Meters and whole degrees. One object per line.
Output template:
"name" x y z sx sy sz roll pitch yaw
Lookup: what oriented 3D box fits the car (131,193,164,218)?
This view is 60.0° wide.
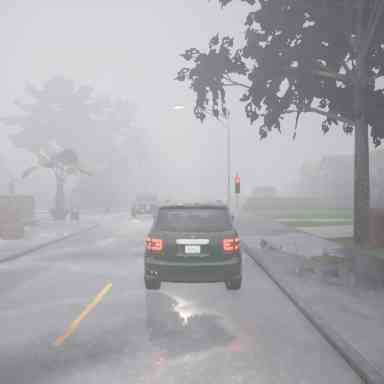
"car" -4.103 1.220 30.356 2.150 2.045 5.566 0 0 0

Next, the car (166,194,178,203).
"car" -4.014 1.353 68.122 2.097 1.767 4.553 0 0 0

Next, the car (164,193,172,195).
"car" -4.100 1.220 51.857 2.150 2.045 5.566 0 0 0

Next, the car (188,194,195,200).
"car" -0.007 1.356 88.183 1.812 1.442 4.674 0 0 0

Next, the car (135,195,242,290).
"car" 0.036 1.221 9.228 2.150 2.045 5.566 0 0 0
